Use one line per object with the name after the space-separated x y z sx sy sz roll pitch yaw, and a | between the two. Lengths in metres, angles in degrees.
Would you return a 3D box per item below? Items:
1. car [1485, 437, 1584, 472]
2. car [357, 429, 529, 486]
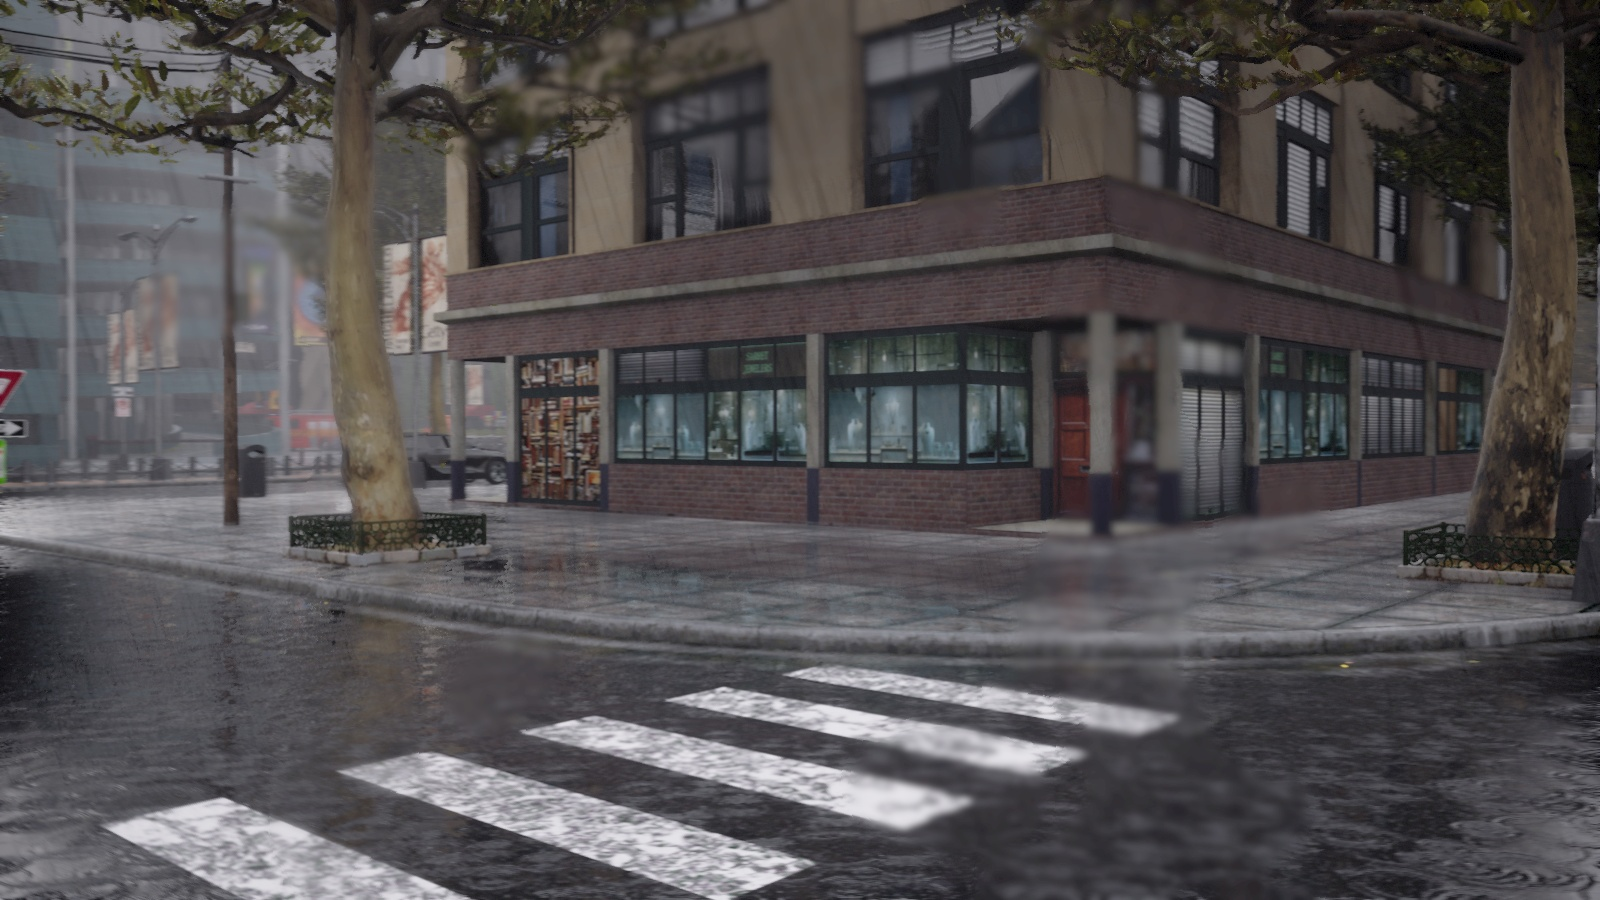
34.403 0.190 58.885 3.705 1.549 1.789 1 1 42 | car
-11.109 0.195 39.327 2.033 1.649 4.856 1 1 42 | car
